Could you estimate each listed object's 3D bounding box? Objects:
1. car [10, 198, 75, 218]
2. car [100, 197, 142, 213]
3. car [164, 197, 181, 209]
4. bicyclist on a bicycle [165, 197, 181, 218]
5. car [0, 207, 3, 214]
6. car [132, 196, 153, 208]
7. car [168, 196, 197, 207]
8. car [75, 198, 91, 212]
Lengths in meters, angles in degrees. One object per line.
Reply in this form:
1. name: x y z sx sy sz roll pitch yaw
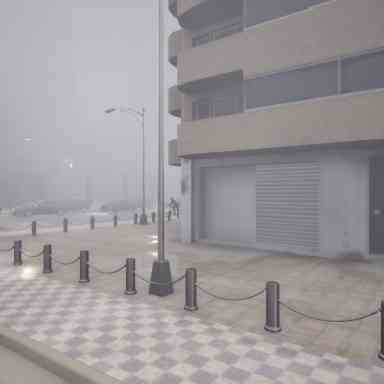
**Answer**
1. car: -13.202 1.436 29.059 2.128 1.511 4.902 0 0 36
2. car: -7.969 1.508 36.275 1.994 1.385 4.181 0 0 36
3. car: -2.111 1.508 44.344 1.994 1.385 4.181 0 0 36
4. bicyclist on a bicycle: -1.503 1.246 26.483 1.656 1.620 0.582 0 0 36
5. car: -18.581 1.545 27.626 1.895 1.301 4.718 0 0 36
6. car: -7.229 1.296 43.247 2.097 1.767 4.553 0 0 36
7. car: -1.371 1.449 51.296 1.837 1.490 4.892 0 0 36
8. car: -13.097 1.449 35.165 1.837 1.490 4.892 0 0 36
